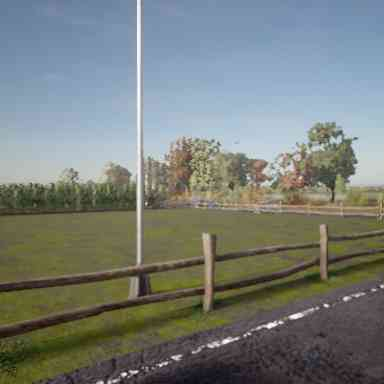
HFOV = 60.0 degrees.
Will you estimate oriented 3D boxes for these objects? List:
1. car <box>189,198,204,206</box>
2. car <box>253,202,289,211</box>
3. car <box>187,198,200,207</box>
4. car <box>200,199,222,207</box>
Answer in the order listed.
[{"bbox_3d":[0.958,2.085,70.896,1.812,1.442,4.674,-1,0,-16],"label":"car"},{"bbox_3d":[10.112,1.896,42.634,1.895,1.301,4.718,-1,0,-34],"label":"car"},{"bbox_3d":[0.312,2.081,62.157,1.812,1.442,4.674,-1,-1,-17],"label":"car"},{"bbox_3d":[3.831,1.990,60.902,2.128,1.511,4.902,-1,-1,-17],"label":"car"}]
